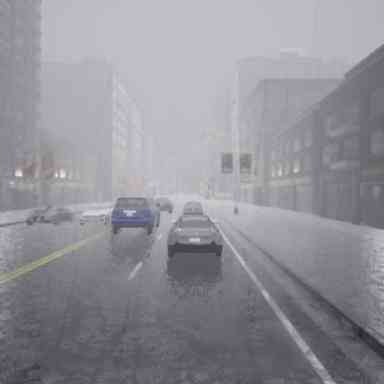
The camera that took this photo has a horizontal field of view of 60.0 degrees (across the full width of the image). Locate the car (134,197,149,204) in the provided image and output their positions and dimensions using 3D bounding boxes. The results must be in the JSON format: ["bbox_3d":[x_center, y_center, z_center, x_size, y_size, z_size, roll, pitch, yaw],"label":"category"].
[{"bbox_3d":[-9.752,1.614,64.491,2.033,1.411,5.357,0,0,0],"label":"car"}]

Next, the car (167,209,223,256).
[{"bbox_3d":[0.102,1.577,13.175,1.994,1.385,4.181,0,0,0],"label":"car"}]

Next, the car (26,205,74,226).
[{"bbox_3d":[-9.845,1.587,23.309,1.994,1.385,4.181,0,0,0],"label":"car"}]

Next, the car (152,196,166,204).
[{"bbox_3d":[-6.503,1.568,65.642,2.128,1.511,4.902,0,0,0],"label":"car"}]

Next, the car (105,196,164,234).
[{"bbox_3d":[-3.147,1.241,19.460,2.150,2.045,5.566,0,0,0],"label":"car"}]

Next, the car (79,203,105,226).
[{"bbox_3d":[-6.606,1.550,23.984,1.812,1.442,4.674,0,0,0],"label":"car"}]

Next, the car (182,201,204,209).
[{"bbox_3d":[0.104,1.578,30.675,2.033,1.411,5.357,0,0,0],"label":"car"}]

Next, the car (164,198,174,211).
[{"bbox_3d":[-3.145,1.388,36.572,2.097,1.767,4.553,0,0,0],"label":"car"}]
